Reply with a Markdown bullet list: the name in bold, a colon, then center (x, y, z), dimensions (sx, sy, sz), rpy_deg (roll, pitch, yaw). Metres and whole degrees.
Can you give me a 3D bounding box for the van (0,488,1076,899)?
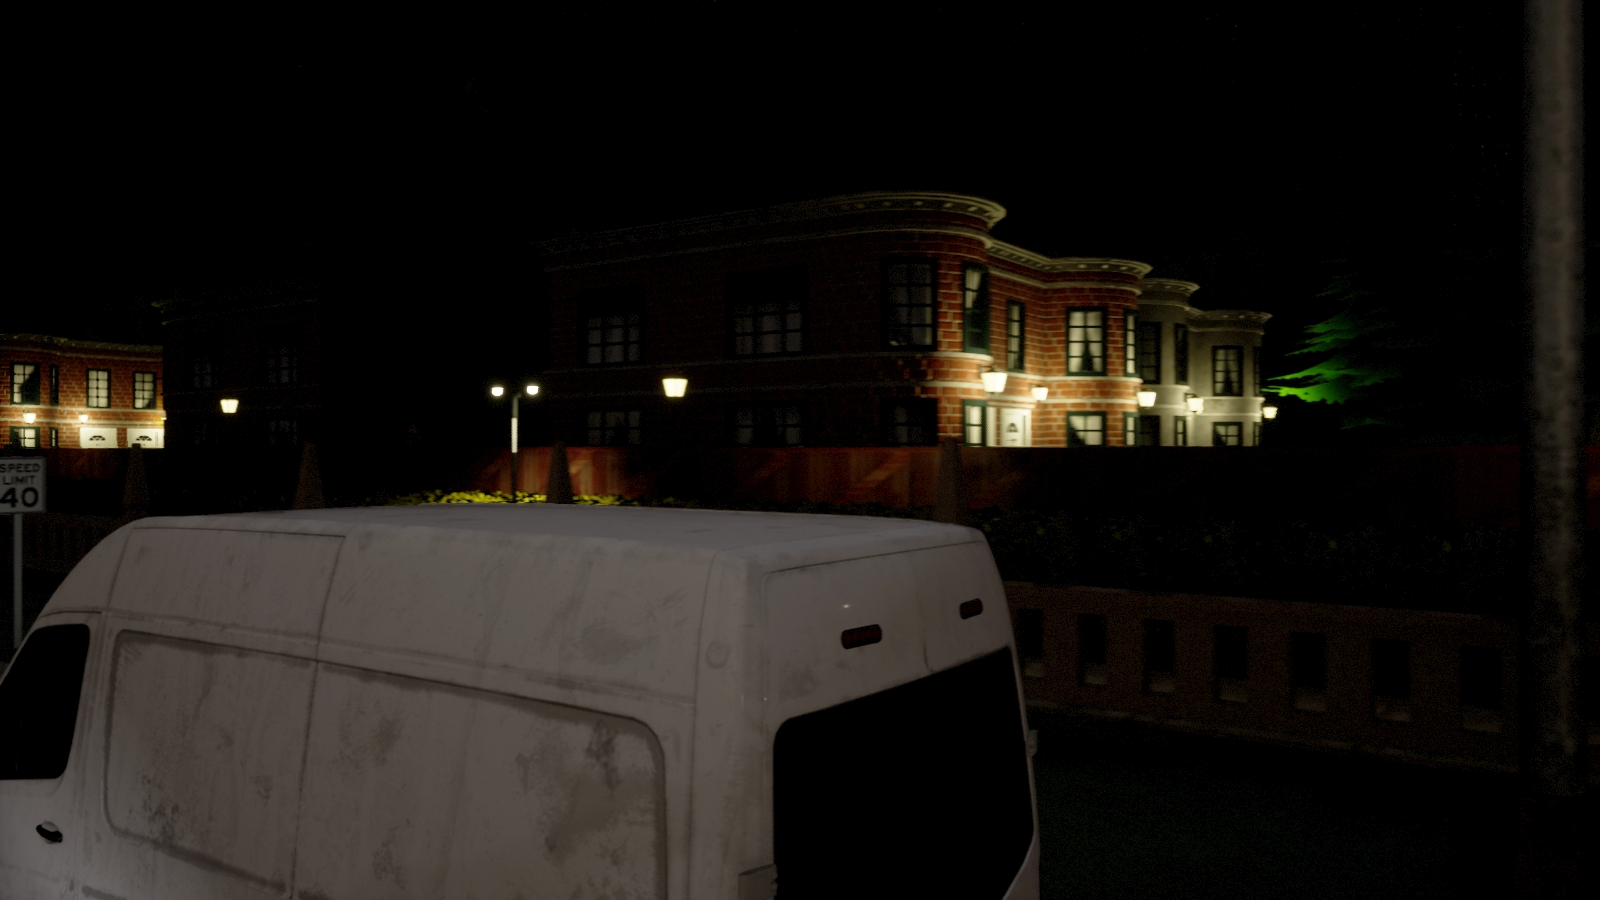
- **van**: center (-1.964, 1.534, 5.152), dimensions (5.915, 2.561, 1.988), rpy_deg (0, 0, 35)
